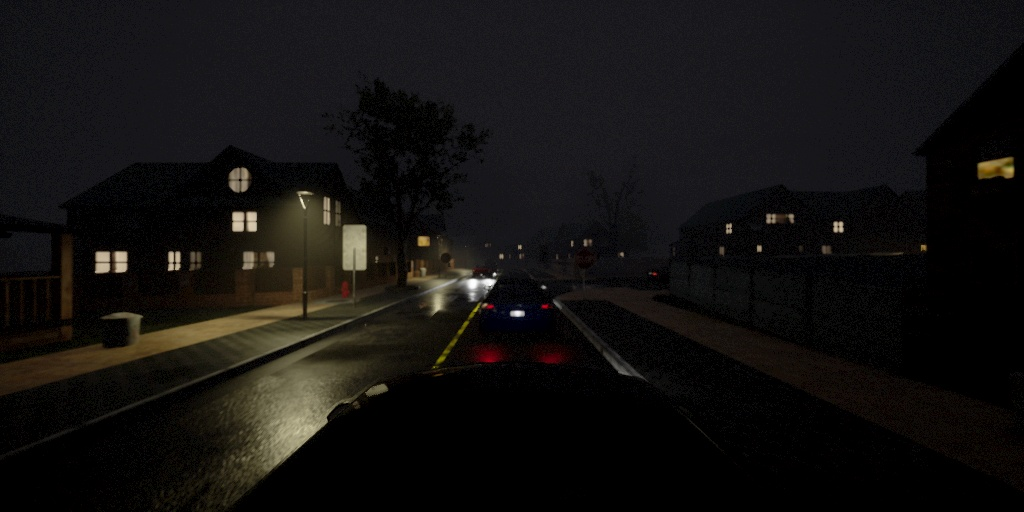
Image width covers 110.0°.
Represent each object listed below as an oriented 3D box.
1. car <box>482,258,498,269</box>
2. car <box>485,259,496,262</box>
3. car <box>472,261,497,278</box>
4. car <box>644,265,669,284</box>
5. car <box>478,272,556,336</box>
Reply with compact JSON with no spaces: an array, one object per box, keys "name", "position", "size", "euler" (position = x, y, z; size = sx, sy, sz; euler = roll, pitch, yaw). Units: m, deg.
[{"name":"car","position":[-3.729,1.303,59.987],"size":[2.097,1.767,4.553],"euler":[0,-1,-10]},{"name":"car","position":[-2.873,1.419,46.269],"size":[2.033,1.411,5.357],"euler":[0,0,0]},{"name":"car","position":[-2.841,1.445,35.479],"size":[1.895,1.301,4.718],"euler":[0,0,0]},{"name":"car","position":[11.100,1.060,22.167],"size":[5.357,1.411,2.033],"euler":[-1,0,3]},{"name":"car","position":[0.111,1.342,10.506],"size":[1.994,1.385,4.181],"euler":[0,0,-1]}]
